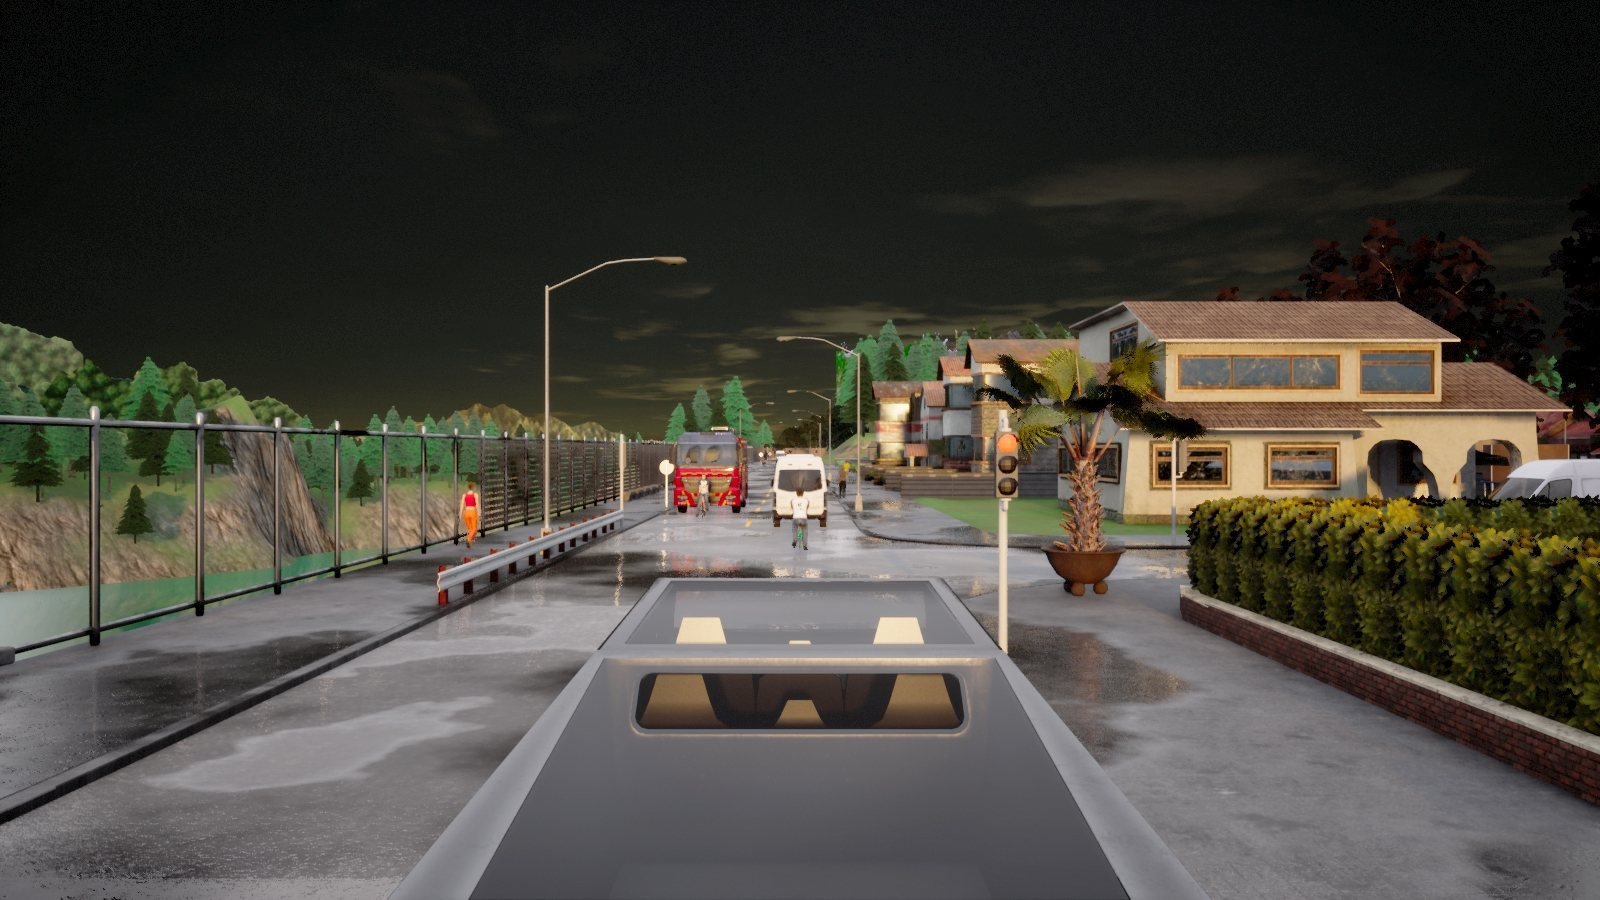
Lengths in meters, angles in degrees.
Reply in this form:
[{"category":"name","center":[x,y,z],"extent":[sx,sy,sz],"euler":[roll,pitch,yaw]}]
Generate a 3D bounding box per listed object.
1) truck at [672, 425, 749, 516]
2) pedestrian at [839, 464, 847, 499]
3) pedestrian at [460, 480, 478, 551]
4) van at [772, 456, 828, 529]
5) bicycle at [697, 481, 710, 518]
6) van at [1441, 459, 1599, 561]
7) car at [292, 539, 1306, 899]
[{"category":"truck","center":[-3.997,0.871,52.639],"extent":[2.891,3.827,8.468],"euler":[0,0,0]},{"category":"pedestrian","center":[2.309,1.697,61.419],"extent":[0.375,1.860,0.375],"euler":[0,0,-13]},{"category":"pedestrian","center":[-8.819,1.733,30.424],"extent":[0.375,1.860,0.375],"euler":[0,0,1]},{"category":"van","center":[0.002,1.518,43.504],"extent":[1.988,2.561,5.915],"euler":[0,0,0]},{"category":"bicycle","center":[-3.996,2.038,47.352],"extent":[0.373,1.496,1.643],"euler":[0,0,0]},{"category":"van","center":[20.333,1.523,29.984],"extent":[5.915,2.561,1.988],"euler":[0,0,0]},{"category":"car","center":[-0.001,1.751,5.830],"extent":[2.390,2.098,6.274],"euler":[0,0,0]}]
